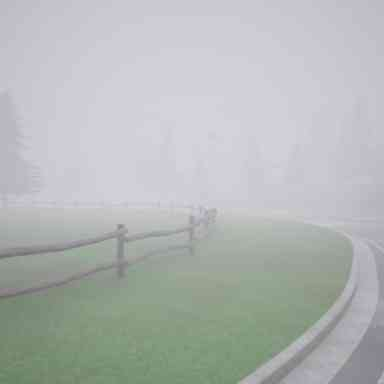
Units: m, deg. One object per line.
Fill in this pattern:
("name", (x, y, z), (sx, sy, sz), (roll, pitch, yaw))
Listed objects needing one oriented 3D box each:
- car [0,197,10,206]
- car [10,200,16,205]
("car", (-40.361, 1.778, 67.636), (5.566, 2.045, 2.150), (0, 0, 26))
("car", (-39.896, 1.932, 71.292), (4.553, 1.767, 2.097), (0, 0, 26))
